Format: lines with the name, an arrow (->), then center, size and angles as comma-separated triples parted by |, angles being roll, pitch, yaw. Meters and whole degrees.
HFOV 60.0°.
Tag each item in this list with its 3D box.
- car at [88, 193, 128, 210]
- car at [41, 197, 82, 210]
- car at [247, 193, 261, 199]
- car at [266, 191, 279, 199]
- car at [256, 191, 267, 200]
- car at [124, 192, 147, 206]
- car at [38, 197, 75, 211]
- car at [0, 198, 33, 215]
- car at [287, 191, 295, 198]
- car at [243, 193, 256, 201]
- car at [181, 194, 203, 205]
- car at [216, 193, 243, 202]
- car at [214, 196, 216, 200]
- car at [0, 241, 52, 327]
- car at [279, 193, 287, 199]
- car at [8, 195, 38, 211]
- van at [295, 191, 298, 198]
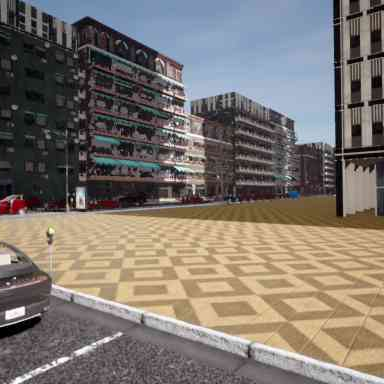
car -> -9.580, 1.186, 36.894 | 1.967, 1.590, 4.097 | -1, 0, 36
car -> -16.354, 1.415, 41.826 | 1.887, 1.381, 4.507 | -1, 0, 36
car -> 16.167, 1.040, 86.520 | 1.947, 1.339, 4.313 | -1, 0, 36
car -> 16.435, 0.740, 72.650 | 2.192, 1.841, 5.009 | -1, 0, 36
car -> 13.186, 1.046, 68.180 | 1.802, 1.307, 4.206 | -1, 0, 36
car -> -8.937, 0.985, 47.628 | 2.150, 2.045, 5.566 | -1, 0, 36
car -> -15.083, 1.368, 39.183 | 1.812, 1.442, 4.674 | -1, 0, 36
car -> -16.084, 1.413, 27.954 | 1.802, 1.307, 4.206 | -1, 0, 36
car -> 22.942, 0.932, 81.589 | 1.802, 1.307, 4.206 | -1, 0, 36
car -> 9.933, 1.048, 63.711 | 1.887, 1.381, 4.507 | -1, 0, 36
car -> 0.176, 1.062, 50.302 | 1.967, 1.590, 4.097 | -1, 0, 36
car -> 6.681, 1.093, 59.241 | 2.008, 1.369, 4.403 | -1, 0, 36
car -> 6.409, 1.028, 73.111 | 1.967, 1.590, 4.097 | -1, 0, 36
car -> -4.372, 1.553, 6.184 | 4.403, 1.369, 2.008 | 0, -1, 36
car -> 19.690, 0.938, 77.119 | 2.008, 1.369, 4.403 | -1, 0, 36
car -> -19.609, 1.228, 37.356 | 2.192, 1.841, 5.009 | -1, 0, 36
van -> 26.192, 0.654, 86.059 | 1.690, 1.788, 3.998 | -1, 0, 36
